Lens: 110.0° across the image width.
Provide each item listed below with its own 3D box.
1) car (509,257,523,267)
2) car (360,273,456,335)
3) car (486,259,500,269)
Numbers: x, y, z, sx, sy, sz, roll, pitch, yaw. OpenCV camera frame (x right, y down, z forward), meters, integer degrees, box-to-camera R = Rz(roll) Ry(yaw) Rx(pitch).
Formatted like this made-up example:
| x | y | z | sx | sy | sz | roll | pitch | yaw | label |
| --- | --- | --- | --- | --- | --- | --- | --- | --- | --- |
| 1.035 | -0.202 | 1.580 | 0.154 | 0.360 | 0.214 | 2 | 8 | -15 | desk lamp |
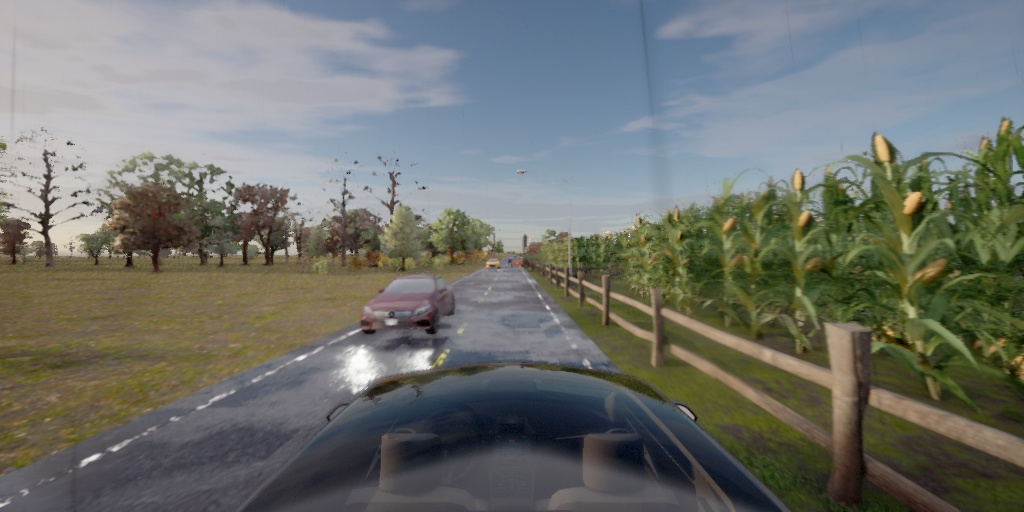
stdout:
| x | y | z | sx | sy | sz | roll | pitch | yaw | label |
| --- | --- | --- | --- | --- | --- | --- | --- | --- | --- |
| 0.922 | 1.007 | 62.971 | 2.097 | 1.767 | 4.553 | 0 | 0 | 1 | car |
| -2.828 | 1.272 | 10.682 | 1.812 | 1.442 | 4.674 | 0 | 0 | 0 | car |
| -2.798 | 1.159 | 53.317 | 1.882 | 1.535 | 5.008 | 0 | 0 | 0 | car |
